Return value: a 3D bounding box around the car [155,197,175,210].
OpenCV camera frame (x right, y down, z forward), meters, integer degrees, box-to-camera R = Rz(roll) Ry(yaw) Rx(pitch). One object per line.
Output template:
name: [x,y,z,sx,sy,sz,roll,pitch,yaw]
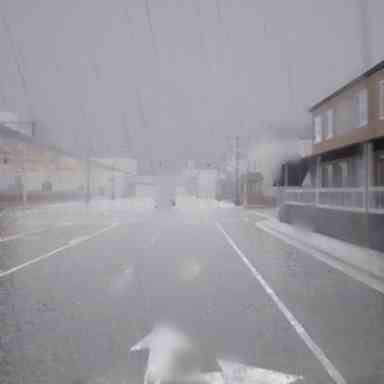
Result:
car: [-3.507,1.562,41.579,1.895,1.301,4.718,0,0,0]
